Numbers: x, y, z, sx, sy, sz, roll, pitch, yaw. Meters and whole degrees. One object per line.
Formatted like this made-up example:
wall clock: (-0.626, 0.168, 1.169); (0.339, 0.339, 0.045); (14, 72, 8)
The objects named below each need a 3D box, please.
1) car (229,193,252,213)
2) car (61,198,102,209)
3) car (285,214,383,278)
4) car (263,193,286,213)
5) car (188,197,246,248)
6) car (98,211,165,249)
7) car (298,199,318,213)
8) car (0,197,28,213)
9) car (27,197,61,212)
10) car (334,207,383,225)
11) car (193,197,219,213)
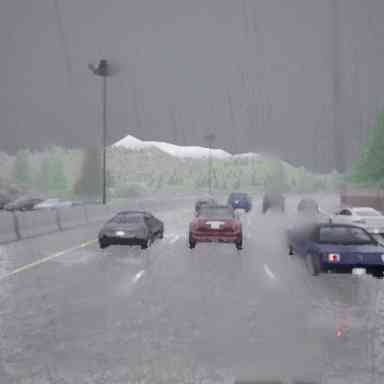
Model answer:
car: (5.111, 1.100, 35.471); (2.150, 2.045, 5.566); (0, 0, 15)
car: (-10.290, 1.410, 32.183); (1.994, 1.385, 4.181); (0, 0, 13)
car: (4.122, 1.574, 10.044); (1.895, 1.301, 4.718); (0, 0, 5)
car: (8.762, 1.110, 35.558); (2.150, 2.045, 5.566); (0, 0, 16)
car: (1.105, 1.299, 14.624); (2.097, 1.767, 4.553); (0, 0, 6)
car: (-2.449, 1.501, 14.359); (1.994, 1.385, 4.181); (0, 0, 6)
car: (12.697, 1.461, 36.446); (1.994, 1.385, 4.181); (0, 0, 16)
car: (-16.978, 1.325, 34.312); (1.837, 1.490, 4.892); (0, 0, 13)
car: (-13.691, 1.359, 33.062); (1.812, 1.442, 4.674); (0, 0, 13)
car: (8.431, 1.485, 16.937); (1.812, 1.442, 4.674); (0, 0, 8)
car: (1.624, 1.372, 35.872); (1.837, 1.490, 4.892); (0, 0, 15)
